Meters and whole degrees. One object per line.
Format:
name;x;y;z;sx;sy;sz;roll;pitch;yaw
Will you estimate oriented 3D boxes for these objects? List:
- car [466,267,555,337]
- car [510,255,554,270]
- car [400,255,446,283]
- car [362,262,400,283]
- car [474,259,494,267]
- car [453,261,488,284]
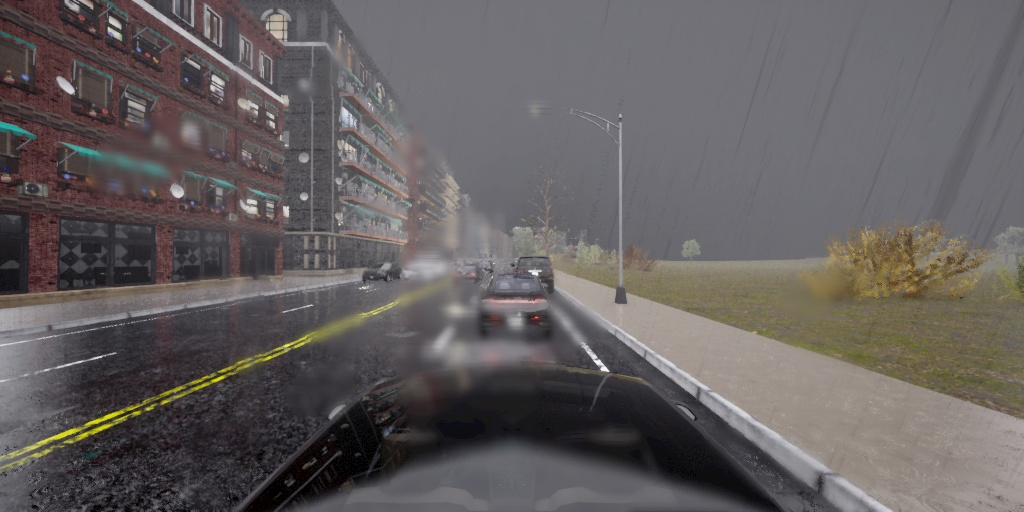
car;0.094;1.243;10.329;2.128;1.511;4.902;0;0;0
car;1.125;0.977;20.199;2.150;2.045;5.566;0;0;0
car;-6.618;0.973;27.999;2.150;2.045;5.566;0;0;0
car;-9.868;1.230;27.726;1.882;1.535;5.008;0;0;0
car;-3.178;1.298;43.419;2.033;1.411;5.357;0;0;0
car;-3.168;1.299;26.668;2.033;1.411;5.357;0;0;0
